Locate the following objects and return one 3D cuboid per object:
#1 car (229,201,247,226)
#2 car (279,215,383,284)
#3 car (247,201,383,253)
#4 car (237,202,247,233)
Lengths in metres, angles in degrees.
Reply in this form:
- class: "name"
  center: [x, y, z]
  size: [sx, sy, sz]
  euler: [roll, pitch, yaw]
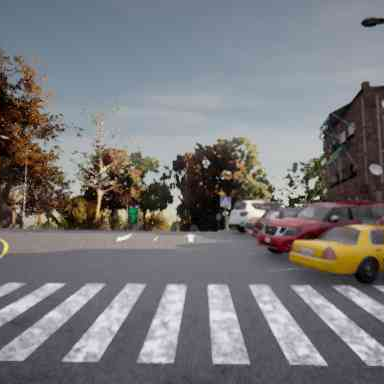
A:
- class: "car"
  center: [5.173, 1.675, 21.821]
  size: [5.566, 2.045, 2.435]
  euler: [3, -6, -20]
- class: "car"
  center: [5.495, 1.615, 9.844]
  size: [5.366, 1.575, 1.946]
  euler: [1, -1, -20]
- class: "car"
  center: [5.282, 1.402, 12.796]
  size: [5.566, 2.045, 2.435]
  euler: [1, -1, -21]
- class: "car"
  center: [5.262, 1.644, 18.869]
  size: [4.553, 1.767, 2.185]
  euler: [2, -4, -21]
